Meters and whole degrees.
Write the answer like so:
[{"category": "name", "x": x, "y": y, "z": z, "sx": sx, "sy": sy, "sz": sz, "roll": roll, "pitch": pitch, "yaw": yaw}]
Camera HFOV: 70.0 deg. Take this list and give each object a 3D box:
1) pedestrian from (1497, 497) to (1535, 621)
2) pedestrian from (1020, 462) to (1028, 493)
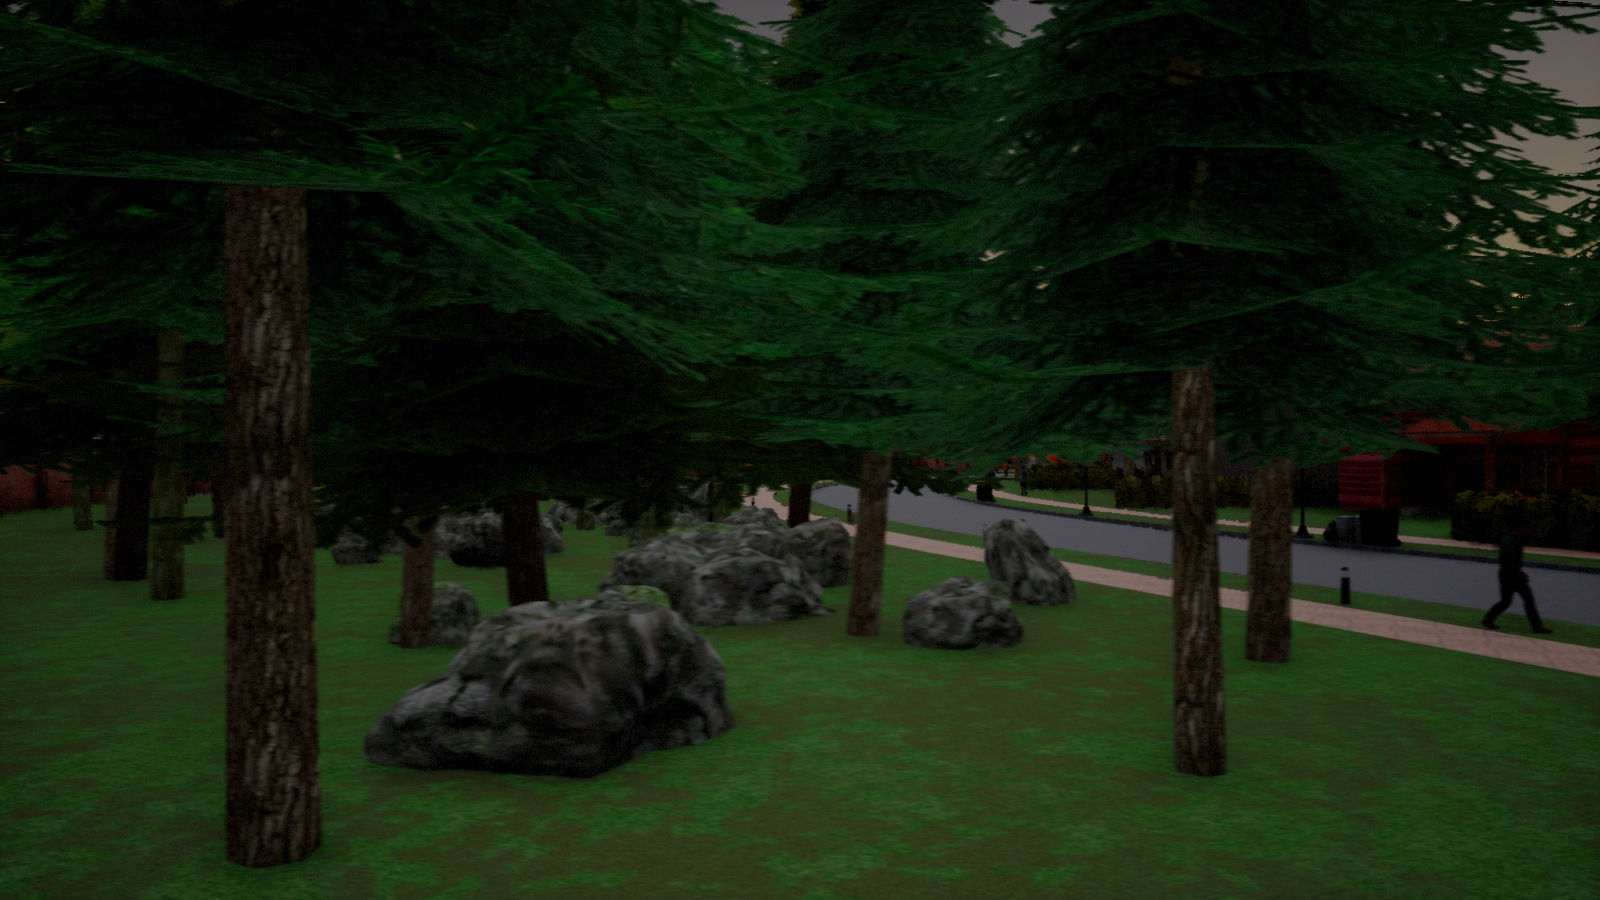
[{"category": "pedestrian", "x": 11.026, "y": 1.667, "z": 17.596, "sx": 0.375, "sy": 1.860, "sz": 0.375, "roll": 0, "pitch": 0, "yaw": -36}, {"category": "pedestrian", "x": 13.485, "y": 1.663, "z": 68.829, "sx": 0.375, "sy": 1.860, "sz": 0.375, "roll": 0, "pitch": 0, "yaw": -3}]
